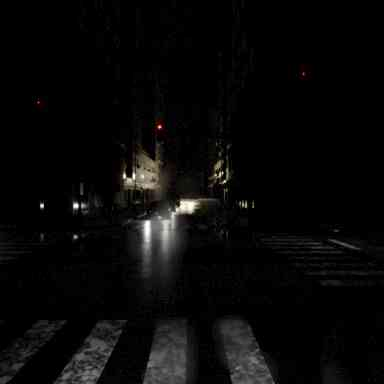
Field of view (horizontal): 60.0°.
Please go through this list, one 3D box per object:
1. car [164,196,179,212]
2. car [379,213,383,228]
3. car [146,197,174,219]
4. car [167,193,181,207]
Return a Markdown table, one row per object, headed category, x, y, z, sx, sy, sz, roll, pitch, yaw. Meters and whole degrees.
| category | x | y | z | sx | sy | sz | roll | pitch | yaw |
| --- | --- | --- | --- | --- | --- | --- | --- | --- | --- |
| car | -2.864 | 1.511 | 39.152 | 1.812 | 1.442 | 4.674 | 0 | 0 | 0 |
| car | 12.338 | 1.282 | 16.892 | 5.009 | 1.841 | 2.192 | 0 | 0 | 0 |
| car | -2.865 | 1.496 | 29.285 | 1.837 | 1.490 | 4.892 | 0 | 0 | 0 |
| car | -2.874 | 1.197 | 49.552 | 2.150 | 2.045 | 5.566 | 0 | 0 | 0 |
